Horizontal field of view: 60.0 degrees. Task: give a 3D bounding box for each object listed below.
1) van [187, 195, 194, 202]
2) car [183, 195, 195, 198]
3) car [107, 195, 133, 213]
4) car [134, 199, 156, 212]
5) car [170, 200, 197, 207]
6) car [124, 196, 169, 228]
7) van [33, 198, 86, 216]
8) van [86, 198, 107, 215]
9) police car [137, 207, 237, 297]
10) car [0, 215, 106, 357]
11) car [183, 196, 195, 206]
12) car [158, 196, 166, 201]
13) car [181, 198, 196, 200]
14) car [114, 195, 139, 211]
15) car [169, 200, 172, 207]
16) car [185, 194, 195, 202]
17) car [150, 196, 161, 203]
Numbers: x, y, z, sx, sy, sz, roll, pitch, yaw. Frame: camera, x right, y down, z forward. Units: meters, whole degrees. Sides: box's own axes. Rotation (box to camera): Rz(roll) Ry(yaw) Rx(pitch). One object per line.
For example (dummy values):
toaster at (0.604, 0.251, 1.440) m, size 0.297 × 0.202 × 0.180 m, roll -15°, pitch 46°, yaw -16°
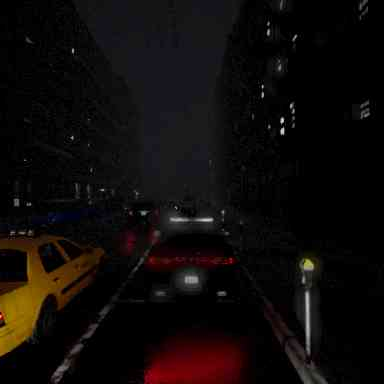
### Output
van at (-0.470, 1.576, 87.068) m, size 1.690 × 1.788 × 3.998 m, roll 1°, pitch 0°, yaw 0°
car at (-0.427, 1.490, 37.286) m, size 1.967 × 1.590 × 4.097 m, roll 1°, pitch 0°, yaw 0°
car at (-8.312, 1.366, 37.346) m, size 2.192 × 1.841 × 5.009 m, roll 1°, pitch 0°, yaw 0°
car at (-5.818, 1.608, 41.941) m, size 2.033 × 1.411 × 5.357 m, roll 0°, pitch 0°, yaw 1°
car at (-0.437, 1.572, 26.224) m, size 1.887 × 1.381 × 4.507 m, roll 1°, pitch 0°, yaw 0°
car at (-2.952, 1.371, 22.613) m, size 2.097 × 1.767 × 4.553 m, roll 0°, pitch 0°, yaw 0°
van at (-8.311, 1.359, 20.753) m, size 1.690 × 1.788 × 3.998 m, roll 2°, pitch 0°, yaw 0°
van at (-8.312, 1.368, 26.285) m, size 1.690 × 1.788 × 3.998 m, roll 1°, pitch 0°, yaw 0°
police car at (-0.012, 1.430, 8.763) m, size 1.930 × 1.638 × 5.238 m, roll 0°, pitch 0°, yaw 0°
car at (-3.019, 1.459, 6.257) m, size 1.801 × 1.575 × 5.366 m, roll 0°, pitch 0°, yaw 0°
car at (-0.470, 1.553, 59.411) m, size 1.967 × 1.590 × 4.097 m, roll 1°, pitch 0°, yaw 0°
car at (-8.322, 1.847, 92.652) m, size 1.802 × 1.307 × 4.206 m, roll 1°, pitch 0°, yaw 0°
car at (-0.437, 1.582, 31.754) m, size 1.887 × 1.381 × 4.507 m, roll 1°, pitch 0°, yaw 0°
car at (-8.312, 1.379, 42.876) m, size 2.192 × 1.841 × 5.009 m, roll 1°, pitch 0°, yaw 0°
car at (-2.946, 1.617, 38.543) m, size 1.994 × 1.385 × 4.181 m, roll 0°, pitch 0°, yaw 0°
car at (-0.469, 1.521, 81.536) m, size 2.192 × 1.841 × 5.009 m, roll 1°, pitch 0°, yaw 0°
car at (-8.320, 1.725, 76.059) m, size 1.887 × 1.381 × 4.507 m, roll 1°, pitch 0°, yaw 0°
